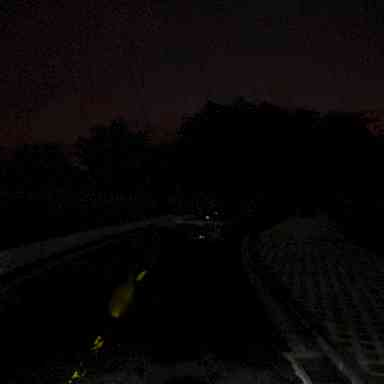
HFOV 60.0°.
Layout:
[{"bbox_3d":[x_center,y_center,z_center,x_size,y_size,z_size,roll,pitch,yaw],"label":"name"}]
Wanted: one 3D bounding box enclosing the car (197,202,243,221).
[{"bbox_3d":[2.406,1.484,26.563,2.033,1.411,5.357,0,0,29],"label":"car"}]
